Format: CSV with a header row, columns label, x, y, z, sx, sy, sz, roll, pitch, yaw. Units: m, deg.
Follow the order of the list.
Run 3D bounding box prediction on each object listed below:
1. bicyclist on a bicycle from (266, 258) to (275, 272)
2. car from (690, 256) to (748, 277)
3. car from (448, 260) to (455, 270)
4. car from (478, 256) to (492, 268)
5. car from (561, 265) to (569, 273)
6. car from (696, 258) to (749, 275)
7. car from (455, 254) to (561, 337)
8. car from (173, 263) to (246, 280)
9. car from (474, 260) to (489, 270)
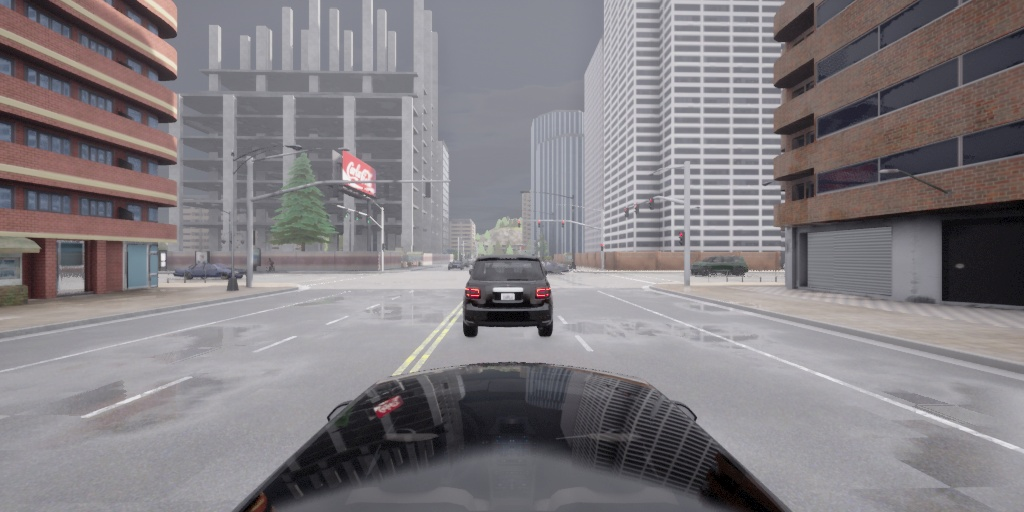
label,x,y,z,sx,sy,sz,roll,pitch,yaw
bicyclist on a bicycle,-28.675,1.051,42.574,0.582,1.620,1.656,0,0,-1
car,20.248,0.971,35.519,5.566,2.045,2.150,0,0,-1
car,-8.077,1.314,52.203,1.994,1.385,4.181,0,0,-1
car,-4.785,0.972,64.779,2.150,2.045,5.566,0,0,-1
car,3.407,1.298,38.598,5.357,1.411,2.033,0,0,-1
car,22.922,1.103,39.085,4.553,1.767,2.097,0,0,-1
car,-0.114,0.971,10.431,2.150,2.045,5.566,0,0,-1
car,-25.603,1.297,30.664,5.357,1.411,2.033,0,0,-1
car,-4.625,1.351,54.738,1.895,1.301,4.718,0,0,-1
